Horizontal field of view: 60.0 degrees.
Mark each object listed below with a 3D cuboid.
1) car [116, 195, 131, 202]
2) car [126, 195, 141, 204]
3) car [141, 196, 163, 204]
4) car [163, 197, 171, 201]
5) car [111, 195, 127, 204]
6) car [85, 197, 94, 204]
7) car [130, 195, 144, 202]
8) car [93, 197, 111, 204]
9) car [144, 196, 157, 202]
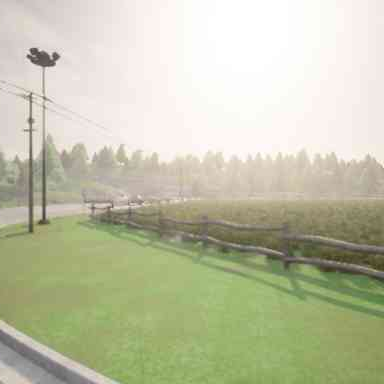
[{"bbox_3d":[-16.881,1.569,82.288,2.097,1.767,4.553,0,0,10],"label":"car"},{"bbox_3d":[-11.742,1.903,71.265,1.895,1.301,4.718,0,0,10],"label":"car"},{"bbox_3d":[-8.376,1.811,70.209,2.128,1.511,4.902,0,0,10],"label":"car"},{"bbox_3d":[-6.534,1.750,80.495,1.895,1.301,4.718,0,0,10],"label":"car"},{"bbox_3d":[-15.176,1.842,71.946,1.812,1.442,4.674,0,0,10],"label":"car"},{"bbox_3d":[-21.863,1.912,74.318,2.033,1.411,5.357,0,0,10],"label":"car"},{"bbox_3d":[-13.436,1.549,81.671,2.097,1.767,4.553,0,0,10],"label":"car"},{"bbox_3d":[-18.712,1.885,72.060,2.033,1.411,5.357,0,0,10],"label":"car"},{"bbox_3d":[-9.985,1.674,81.083,1.837,1.490,4.892,0,0,10],"label":"car"}]
